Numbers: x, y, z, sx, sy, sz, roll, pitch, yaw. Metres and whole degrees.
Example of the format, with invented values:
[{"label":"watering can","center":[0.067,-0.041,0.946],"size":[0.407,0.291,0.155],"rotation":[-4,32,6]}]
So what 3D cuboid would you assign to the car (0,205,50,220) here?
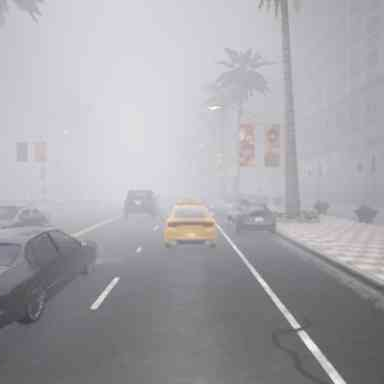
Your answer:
[{"label":"car","center":[-7.259,1.288,13.182],"size":[2.128,1.511,4.902],"rotation":[0,1,-1]}]

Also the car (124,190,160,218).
[{"label":"car","center":[-3.742,0.840,25.381],"size":[2.150,2.045,5.566],"rotation":[0,1,-1]}]

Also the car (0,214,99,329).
[{"label":"car","center":[-3.476,1.442,6.817],"size":[2.033,1.411,5.357],"rotation":[0,1,-1]}]

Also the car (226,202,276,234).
[{"label":"car","center":[2.967,1.257,17.361],"size":[2.161,1.482,4.786],"rotation":[0,1,-1]}]

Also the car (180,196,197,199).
[{"label":"car","center":[-0.281,1.062,27.933],"size":[1.882,1.535,5.008],"rotation":[0,1,-1]}]

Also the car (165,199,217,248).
[{"label":"car","center":[-0.071,1.271,13.829],"size":[1.882,1.535,5.008],"rotation":[0,1,-1]}]
